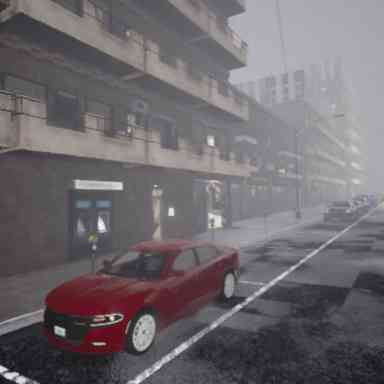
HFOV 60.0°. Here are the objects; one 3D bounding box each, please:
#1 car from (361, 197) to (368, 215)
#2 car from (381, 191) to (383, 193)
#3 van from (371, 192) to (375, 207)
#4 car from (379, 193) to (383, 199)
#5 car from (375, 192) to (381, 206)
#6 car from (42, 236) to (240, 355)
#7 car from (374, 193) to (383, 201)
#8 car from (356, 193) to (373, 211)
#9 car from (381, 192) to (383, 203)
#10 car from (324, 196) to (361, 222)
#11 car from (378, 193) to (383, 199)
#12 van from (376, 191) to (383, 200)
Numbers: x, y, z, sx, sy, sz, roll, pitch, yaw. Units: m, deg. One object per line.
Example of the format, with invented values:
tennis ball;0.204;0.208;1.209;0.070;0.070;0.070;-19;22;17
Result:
car;14.254;1.407;29.865;1.887;1.381;4.507;-1;0;32
car;32.086;1.016;57.962;1.967;1.590;4.097;-1;0;32
van;20.196;1.108;39.231;1.690;1.788;3.998;-1;0;32
car;46.978;0.913;81.357;1.802;1.307;4.206;-1;0;32
car;23.167;1.034;43.913;2.192;1.841;5.009;-1;0;32
car;-0.608;1.641;6.450;1.887;1.381;4.507;-1;0;32
car;37.932;1.006;67.188;1.752;1.417;4.829;-1;0;32
car;17.225;1.255;34.548;1.967;1.590;4.097;-1;0;32
car;29.116;1.174;53.278;2.008;1.369;4.403;-1;0;32
car;11.279;1.350;25.181;1.967;1.590;4.097;-1;0;32
car;43.913;0.907;76.531;1.752;1.417;4.829;-1;0;32
van;41.023;0.771;71.997;1.690;1.788;3.998;-1;0;32
